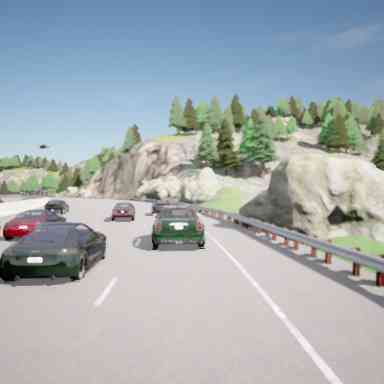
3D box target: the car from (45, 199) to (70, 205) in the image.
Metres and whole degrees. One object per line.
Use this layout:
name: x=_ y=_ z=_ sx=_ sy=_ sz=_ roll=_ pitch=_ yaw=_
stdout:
car: x=-13.953 y=1.538 z=34.439 sx=1.837 sy=1.490 sz=4.892 roll=0 pitch=0 yaw=-11

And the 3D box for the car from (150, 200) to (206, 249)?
car: x=-0.650 y=1.356 z=14.722 sx=2.097 sy=1.767 sz=4.553 roll=0 pitch=0 yaw=-4

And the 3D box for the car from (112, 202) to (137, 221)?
car: x=-5.644 y=1.563 z=27.685 sx=2.033 sy=1.411 sz=5.357 roll=0 pitch=0 yaw=-9

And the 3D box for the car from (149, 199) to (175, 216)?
car: x=-3.094 y=1.504 z=33.460 sx=2.128 sy=1.511 sz=4.902 roll=0 pitch=0 yaw=-10

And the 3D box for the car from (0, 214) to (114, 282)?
car: x=-3.807 y=1.573 z=9.852 sx=1.994 sy=1.385 sz=4.181 roll=0 pitch=0 yaw=-3

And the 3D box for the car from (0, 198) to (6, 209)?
car: x=-27.938 y=1.566 z=47.029 sx=1.837 sy=1.490 sz=4.892 roll=0 pitch=0 yaw=-16

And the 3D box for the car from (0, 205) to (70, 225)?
car: x=-7.894 y=1.582 z=17.171 sx=1.994 sy=1.385 sz=4.181 roll=0 pitch=0 yaw=-6
